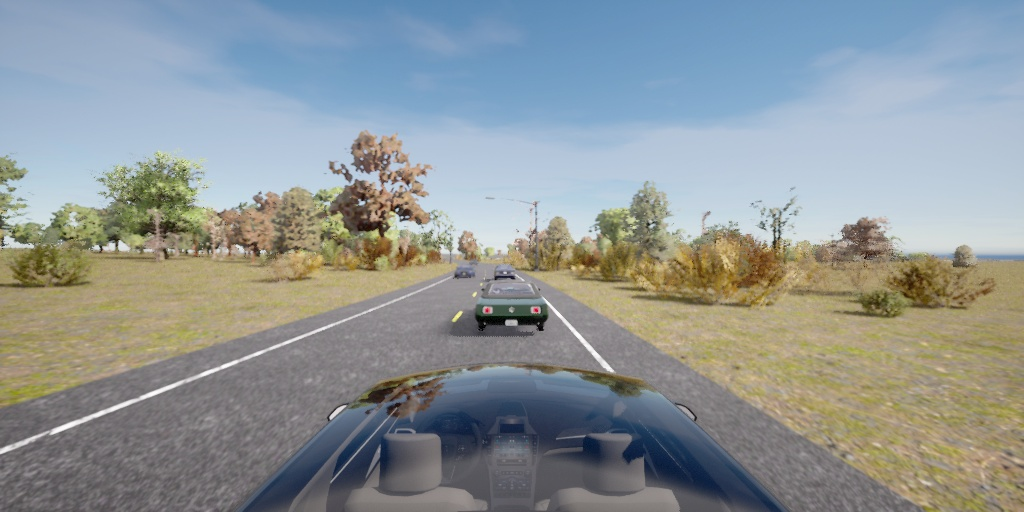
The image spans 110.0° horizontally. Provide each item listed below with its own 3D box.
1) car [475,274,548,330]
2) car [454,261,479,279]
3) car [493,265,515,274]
[{"bbox_3d":[-0.034,1.406,11.264,1.895,1.301,4.718,0,0,-1],"label":"car"},{"bbox_3d":[-4.603,1.506,35.763,1.994,1.385,4.181,0,0,-3],"label":"car"},{"bbox_3d":[-0.716,1.469,32.374,2.033,1.411,5.357,0,0,-3],"label":"car"}]
